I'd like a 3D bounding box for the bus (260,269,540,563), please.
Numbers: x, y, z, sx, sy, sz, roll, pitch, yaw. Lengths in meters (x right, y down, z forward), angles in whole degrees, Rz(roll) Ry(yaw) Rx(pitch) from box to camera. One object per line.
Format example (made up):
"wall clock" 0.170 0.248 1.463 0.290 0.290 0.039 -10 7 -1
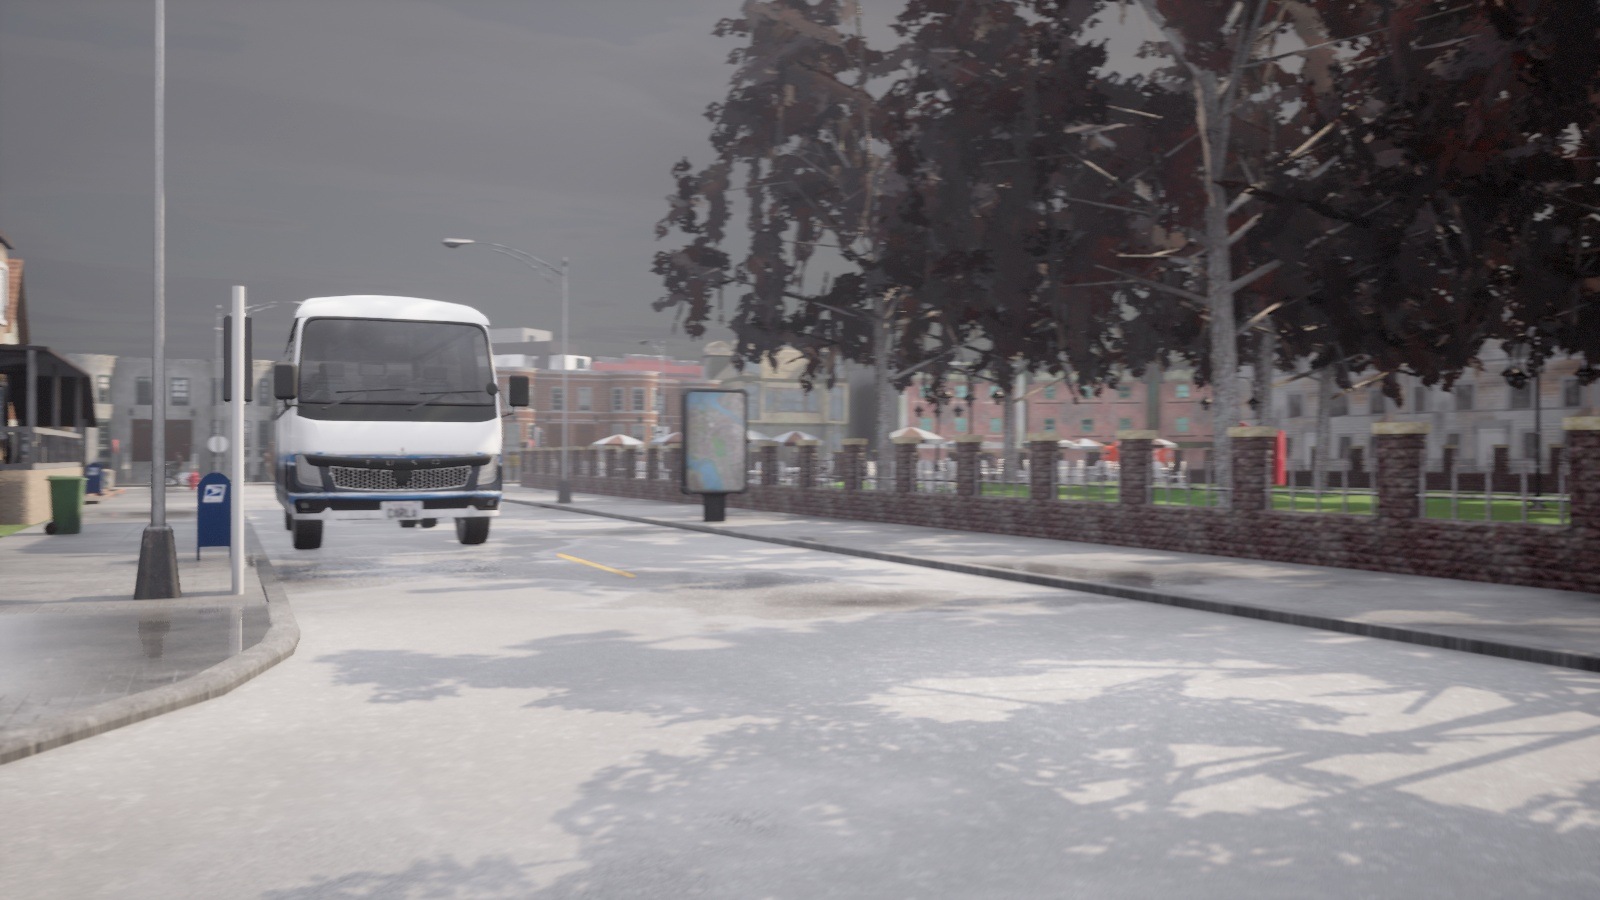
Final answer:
"bus" -7.956 -0.462 23.618 3.944 4.253 10.273 0 0 -24

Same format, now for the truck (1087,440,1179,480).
"truck" 21.521 0.629 81.103 5.204 2.467 2.627 0 0 31

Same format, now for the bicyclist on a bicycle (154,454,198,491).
"bicyclist on a bicycle" -30.472 1.095 61.344 1.843 1.776 0.659 0 0 -19

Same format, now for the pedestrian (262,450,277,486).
"pedestrian" -28.417 0.958 67.290 0.666 1.930 0.402 0 0 -9

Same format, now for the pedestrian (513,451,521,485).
"pedestrian" -15.278 0.986 67.774 0.431 1.840 0.709 0 0 -11

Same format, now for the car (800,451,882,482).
"car" 2.512 0.980 76.720 4.605 1.855 1.932 0 0 -25
